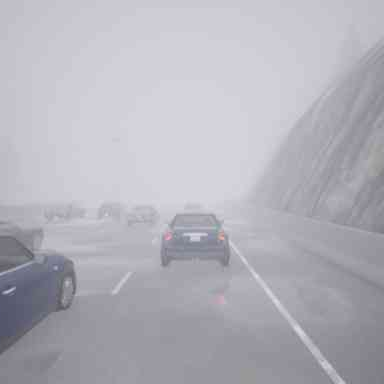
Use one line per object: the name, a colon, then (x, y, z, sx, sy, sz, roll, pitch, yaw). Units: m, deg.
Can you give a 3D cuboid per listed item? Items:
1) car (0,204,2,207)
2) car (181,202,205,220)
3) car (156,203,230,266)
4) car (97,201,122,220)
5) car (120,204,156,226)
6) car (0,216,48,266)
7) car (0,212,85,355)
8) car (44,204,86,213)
car: (-21.077, 1.599, 33.323, 2.128, 1.511, 4.902, 0, 0, 0)
car: (0.090, 1.659, 29.835, 1.994, 1.385, 4.181, 0, 0, 0)
car: (0.096, 1.390, 11.859, 2.097, 1.767, 4.553, 0, 0, 0)
car: (-6.910, 1.599, 29.294, 1.837, 1.490, 4.892, 0, 0, 0)
car: (-3.408, 1.624, 23.775, 2.033, 1.411, 5.357, 0, 0, 0)
car: (-6.904, 1.638, 11.399, 1.895, 1.301, 4.718, 0, 0, 0)
car: (-3.403, 1.368, 4.938, 2.097, 1.767, 4.553, 0, 0, 0)
car: (-10.410, 1.690, 27.689, 1.895, 1.301, 4.718, 0, 0, 0)
